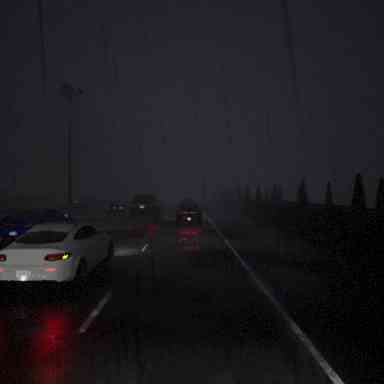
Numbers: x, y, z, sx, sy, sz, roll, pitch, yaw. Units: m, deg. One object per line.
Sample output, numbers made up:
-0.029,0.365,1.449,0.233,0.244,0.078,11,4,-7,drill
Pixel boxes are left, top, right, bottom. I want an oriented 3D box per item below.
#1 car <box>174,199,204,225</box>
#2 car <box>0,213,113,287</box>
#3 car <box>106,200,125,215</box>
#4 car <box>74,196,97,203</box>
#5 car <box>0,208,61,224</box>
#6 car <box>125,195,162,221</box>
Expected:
-0.227,1.511,24.324,1.837,1.490,4.892,0,0,-1,car
-3.508,1.529,9.192,1.812,1.442,4.674,0,0,-1,car
-7.373,1.558,33.873,2.033,1.411,5.357,0,0,-1,car
-14.683,1.368,46.060,2.097,1.767,4.553,0,0,0,car
-7.098,1.484,15.628,1.882,1.535,5.008,0,0,-1,car
-3.778,1.229,27.695,2.150,2.045,5.566,0,0,-1,car
